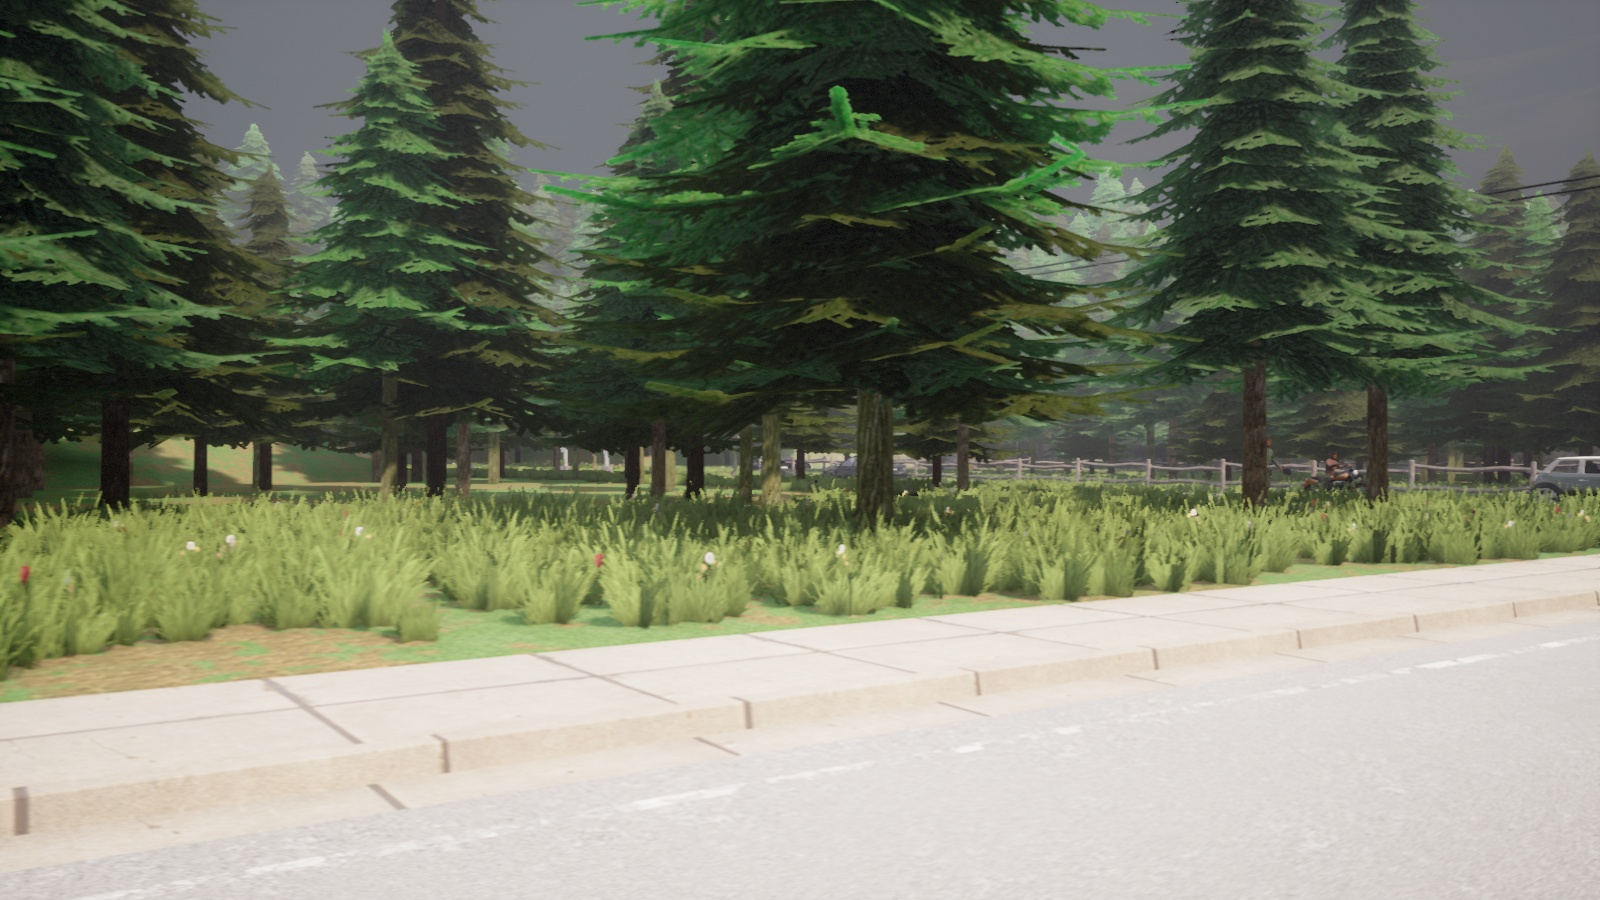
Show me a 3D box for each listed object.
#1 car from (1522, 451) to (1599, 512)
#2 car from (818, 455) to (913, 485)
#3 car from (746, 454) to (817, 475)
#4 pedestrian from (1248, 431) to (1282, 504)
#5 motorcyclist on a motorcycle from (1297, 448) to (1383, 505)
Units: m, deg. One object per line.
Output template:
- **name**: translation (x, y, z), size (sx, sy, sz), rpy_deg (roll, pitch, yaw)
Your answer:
- **car**: translation (20.337, 0.763, 31.058), size (1.970, 1.475, 3.806), rpy_deg (0, 0, -32)
- **car**: translation (3.245, 0.976, 63.465), size (2.033, 1.411, 5.357), rpy_deg (0, 0, -34)
- **car**: translation (-1.297, 1.051, 90.930), size (4.792, 1.488, 2.163), rpy_deg (0, 0, -37)
- **pedestrian**: translation (12.711, 0.475, 34.319), size (0.423, 1.949, 0.788), rpy_deg (0, 0, -28)
- **motorcyclist on a motorcycle**: translation (16.175, 0.774, 37.679), size (0.766, 1.649, 2.350), rpy_deg (0, 0, -33)
